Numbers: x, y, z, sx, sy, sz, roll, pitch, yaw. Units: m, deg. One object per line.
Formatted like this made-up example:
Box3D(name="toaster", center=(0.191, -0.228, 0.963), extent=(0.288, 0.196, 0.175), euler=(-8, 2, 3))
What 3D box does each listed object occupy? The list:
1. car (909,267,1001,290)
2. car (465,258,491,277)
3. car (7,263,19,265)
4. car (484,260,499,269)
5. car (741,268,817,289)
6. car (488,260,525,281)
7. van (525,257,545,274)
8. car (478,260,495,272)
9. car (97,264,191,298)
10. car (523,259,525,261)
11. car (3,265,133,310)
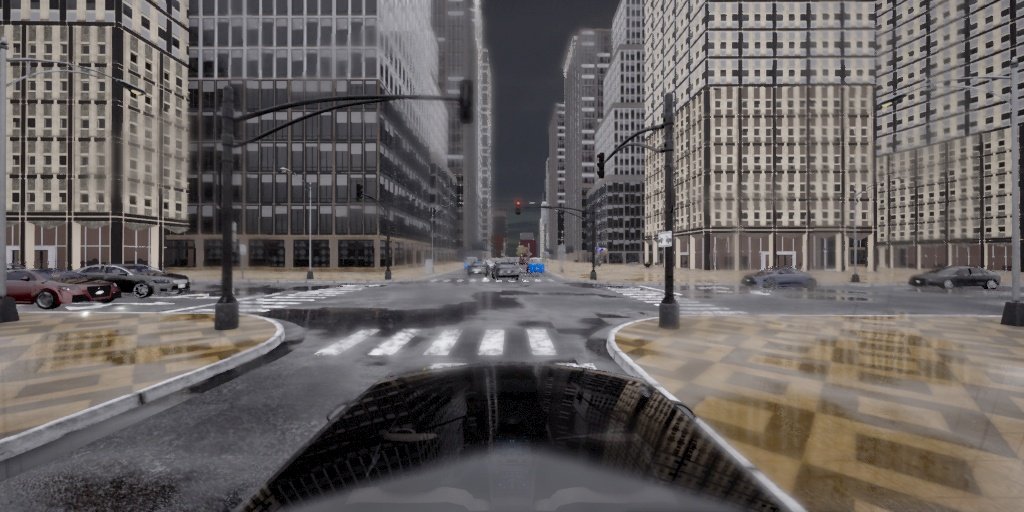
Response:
Box3D(name="car", center=(29.946, 1.488, 24.329), extent=(4.892, 1.490, 1.837), euler=(-1, 0, -1))
Box3D(name="car", center=(-3.231, 1.241, 35.641), extent=(2.128, 1.511, 4.902), euler=(0, 0, 0))
Box3D(name="car", center=(-33.542, 1.121, 23.000), extent=(4.718, 1.301, 1.895), euler=(1, 0, -1))
Box3D(name="car", center=(-3.145, 1.297, 56.448), extent=(2.033, 1.411, 5.357), euler=(0, 0, 0))
Box3D(name="car", center=(17.833, 1.475, 24.067), extent=(4.181, 1.385, 1.994), euler=(0, 0, -1))
Box3D(name="car", center=(-0.566, 1.297, 30.460), extent=(2.033, 1.411, 5.357), euler=(0, 0, -8))
Box3D(name="van", center=(2.687, 1.090, 39.808), extent=(1.690, 1.789, 3.998), euler=(0, 0, 0))
Box3D(name="car", center=(-3.191, 1.275, 45.816), extent=(1.812, 1.442, 4.674), euler=(0, 0, 0))
Box3D(name="car", center=(-17.809, 1.108, 16.625), extent=(4.902, 1.511, 2.128), euler=(0, 0, -1))
Box3D(name="car", center=(2.618, 1.295, 45.346), extent=(1.888, 1.381, 4.507), euler=(0, 0, 0))
Box3D(name="car", center=(-17.424, 1.169, 13.382), extent=(4.181, 1.385, 1.994), euler=(0, 0, -1))
